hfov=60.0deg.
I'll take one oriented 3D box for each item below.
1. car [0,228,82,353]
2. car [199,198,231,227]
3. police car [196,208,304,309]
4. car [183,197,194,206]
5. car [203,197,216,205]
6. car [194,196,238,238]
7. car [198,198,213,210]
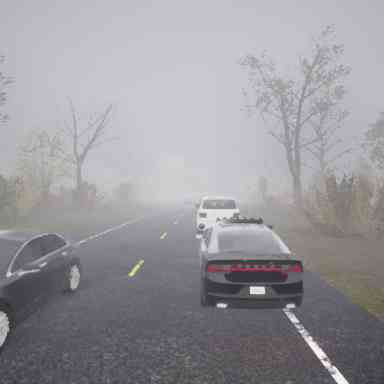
[{"bbox_3d":[-3.525,1.507,6.021,1.837,1.490,4.892,0,0,1],"label":"car"},{"bbox_3d":[1.582,1.366,23.880,2.097,1.767,4.553,0,0,2],"label":"car"},{"bbox_3d":[1.127,1.428,8.097,1.930,1.638,5.238,0,0,1],"label":"police car"},{"bbox_3d":[-0.414,1.692,59.949,2.033,1.411,5.357,0,0,6],"label":"car"},{"bbox_3d":[3.376,1.709,63.435,2.033,1.411,5.357,0,0,6],"label":"car"},{"bbox_3d":[1.366,1.233,17.970,2.150,2.045,5.566,0,0,2],"label":"car"},{"bbox_3d":[1.927,1.584,46.354,1.837,1.490,4.892,0,0,5],"label":"car"}]
